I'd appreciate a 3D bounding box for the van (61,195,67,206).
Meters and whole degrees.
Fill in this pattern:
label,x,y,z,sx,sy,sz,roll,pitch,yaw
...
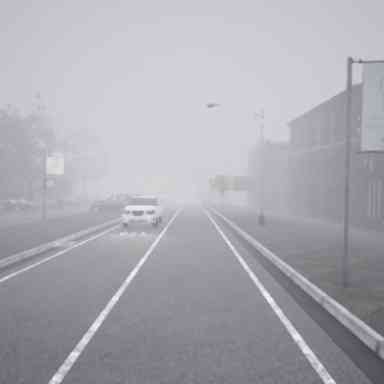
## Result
label,x,y,z,sx,sy,sz,roll,pitch,yaw
van,-22.021,1.402,50.672,4.442,1.987,1.878,0,-1,0

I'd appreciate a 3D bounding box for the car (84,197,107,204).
label,x,y,z,sx,sy,sz,roll,pitch,yaw
car,-21.921,1.954,75.611,4.674,1.452,2.002,0,-1,0

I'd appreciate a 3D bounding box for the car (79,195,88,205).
label,x,y,z,sx,sy,sz,roll,pitch,yaw
car,-21.723,1.718,59.026,5.366,1.575,1.946,0,-1,0

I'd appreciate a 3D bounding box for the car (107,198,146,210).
label,x,y,z,sx,sy,sz,roll,pitch,yaw
car,-8.832,1.575,45.121,4.892,1.521,2.231,0,-1,0

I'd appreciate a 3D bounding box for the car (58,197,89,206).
label,x,y,z,sx,sy,sz,roll,pitch,yaw
car,-21.905,1.751,61.812,5.008,1.535,2.097,0,-1,0

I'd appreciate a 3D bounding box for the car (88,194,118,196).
label,x,y,z,sx,sy,sz,roll,pitch,yaw
car,-8.858,1.282,39.518,5.566,2.045,2.435,0,0,0

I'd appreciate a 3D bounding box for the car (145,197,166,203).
label,x,y,z,sx,sy,sz,roll,pitch,yaw
car,-8.879,2.026,81.558,4.792,1.488,2.163,0,-1,0

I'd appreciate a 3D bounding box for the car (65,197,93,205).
label,x,y,z,sx,sy,sz,roll,pitch,yaw
car,-21.884,1.812,64.597,4.792,1.488,2.163,0,-1,0

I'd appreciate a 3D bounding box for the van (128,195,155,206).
label,x,y,z,sx,sy,sz,roll,pitch,yaw
van,-8.945,1.496,59.139,4.442,1.987,1.878,0,-1,0

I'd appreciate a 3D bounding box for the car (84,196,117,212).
label,x,y,z,sx,sy,sz,roll,pitch,yaw
car,-8.827,1.519,36.716,4.892,1.521,2.231,0,0,0

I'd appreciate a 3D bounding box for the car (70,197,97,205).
label,x,y,z,sx,sy,sz,roll,pitch,yaw
car,-21.945,1.842,67.381,4.792,1.488,2.163,0,-1,0

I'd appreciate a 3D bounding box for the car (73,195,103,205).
label,x,y,z,sx,sy,sz,roll,pitch,yaw
car,-21.891,1.594,70.168,5.566,2.045,2.435,0,-1,0

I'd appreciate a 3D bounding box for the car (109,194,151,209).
label,x,y,z,sx,sy,sz,roll,pitch,yaw
car,-8.853,1.350,47.928,5.566,2.045,2.435,0,-1,0

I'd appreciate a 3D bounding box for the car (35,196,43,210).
label,x,y,z,sx,sy,sz,roll,pitch,yaw
car,-21.910,1.593,42.320,4.674,1.452,2.002,0,0,0

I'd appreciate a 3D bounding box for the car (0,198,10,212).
label,x,y,z,sx,sy,sz,roll,pitch,yaw
car,-21.910,1.505,33.966,5.008,1.535,2.097,0,0,0

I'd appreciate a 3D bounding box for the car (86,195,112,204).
label,x,y,z,sx,sy,sz,roll,pitch,yaw
car,-21.898,1.702,78.522,5.566,2.045,2.435,0,-1,0

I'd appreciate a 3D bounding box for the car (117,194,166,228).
label,x,y,z,sx,sy,sz,roll,pitch,yaw
car,-3.241,1.249,22.597,2.150,2.045,5.566,0,0,0

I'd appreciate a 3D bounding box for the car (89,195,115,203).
label,x,y,z,sx,sy,sz,roll,pitch,yaw
car,-21.901,1.740,81.184,5.566,2.045,2.435,0,-1,0

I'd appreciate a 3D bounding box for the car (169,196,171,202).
label,x,y,z,sx,sy,sz,roll,pitch,yaw
car,-8.829,2.146,89.967,4.792,1.488,2.163,0,-1,0

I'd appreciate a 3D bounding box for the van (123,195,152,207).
label,x,y,z,sx,sy,sz,roll,pitch,yaw
van,-8.709,1.434,53.533,4.442,1.987,1.878,0,-1,0

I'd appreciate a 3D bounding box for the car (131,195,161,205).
label,x,y,z,sx,sy,sz,roll,pitch,yaw
car,-8.862,1.532,64.747,5.566,2.045,2.435,0,-1,0

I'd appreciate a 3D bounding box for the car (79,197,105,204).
label,x,y,z,sx,sy,sz,roll,pitch,yaw
car,-21.916,1.880,72.951,5.008,1.535,2.097,0,-1,0

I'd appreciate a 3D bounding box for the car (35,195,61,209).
label,x,y,z,sx,sy,sz,roll,pitch,yaw
car,-21.874,1.475,47.890,4.553,1.767,2.185,0,-1,0

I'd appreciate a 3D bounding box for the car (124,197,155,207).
label,x,y,z,sx,sy,sz,roll,pitch,yaw
car,-8.821,1.692,56.334,4.892,1.521,2.231,0,-1,0

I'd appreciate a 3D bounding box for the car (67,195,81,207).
label,x,y,z,sx,sy,sz,roll,pitch,yaw
car,-21.904,1.730,56.240,4.674,1.452,2.002,0,-1,0

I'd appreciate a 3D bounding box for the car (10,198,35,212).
label,x,y,z,sx,sy,sz,roll,pitch,yaw
car,-21.915,1.533,39.534,5.008,1.535,2.097,0,0,0
